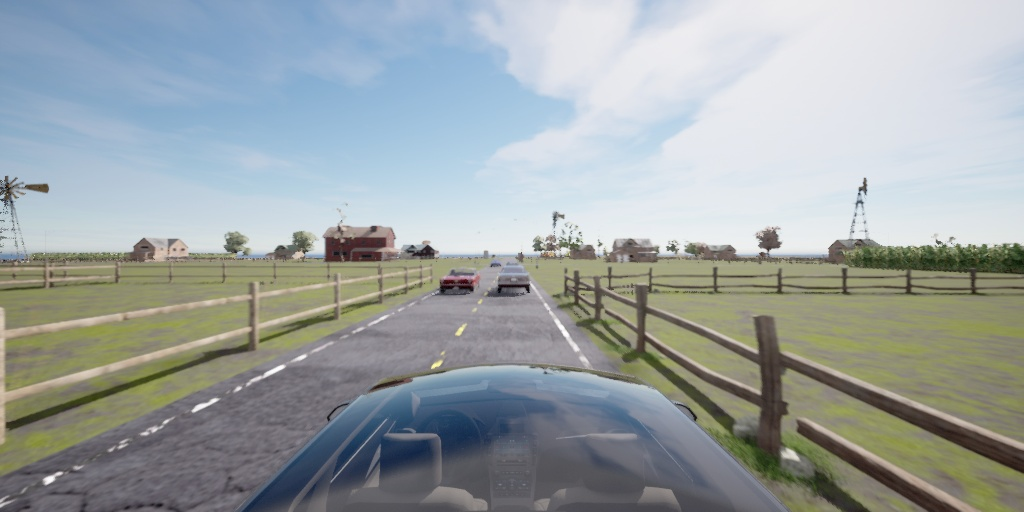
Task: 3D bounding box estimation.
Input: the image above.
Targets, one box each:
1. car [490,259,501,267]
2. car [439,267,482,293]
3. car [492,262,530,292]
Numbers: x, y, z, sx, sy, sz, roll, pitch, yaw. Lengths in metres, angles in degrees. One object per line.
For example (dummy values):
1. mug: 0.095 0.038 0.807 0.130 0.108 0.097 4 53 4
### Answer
1. car: -2.783 1.209 62.488 1.812 1.442 4.674 0 0 1
2. car: -2.851 1.333 20.428 1.895 1.301 4.718 0 0 0
3. car: 0.097 1.279 21.097 2.033 1.411 5.357 0 0 0
